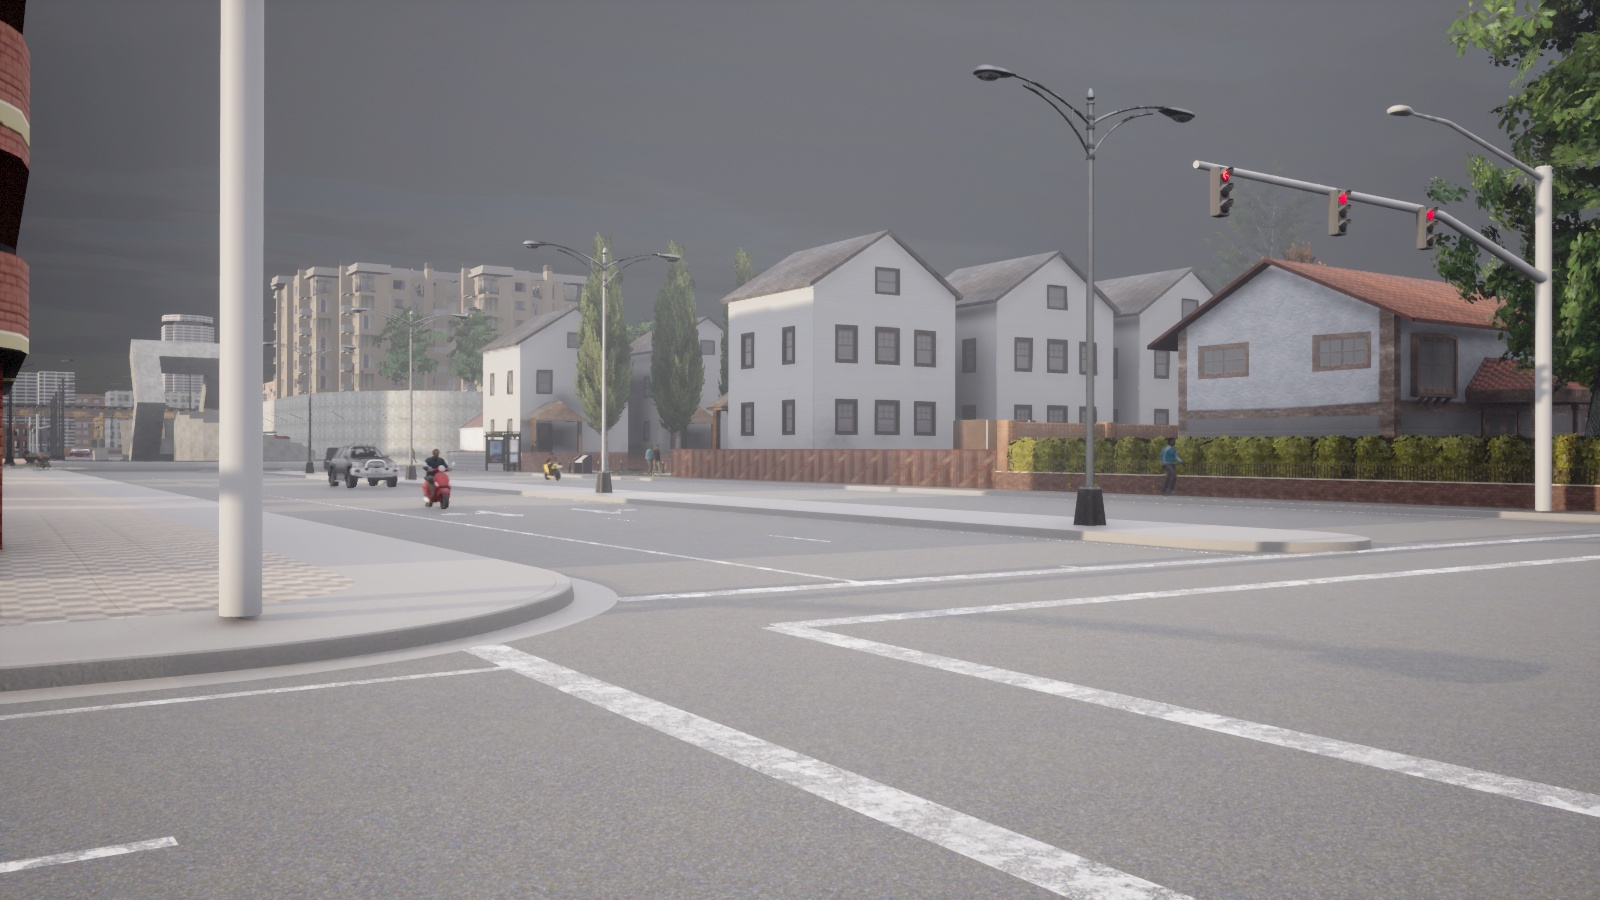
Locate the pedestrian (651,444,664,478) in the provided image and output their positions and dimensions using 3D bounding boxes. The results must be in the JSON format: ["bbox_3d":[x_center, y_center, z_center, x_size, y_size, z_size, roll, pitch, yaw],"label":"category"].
[{"bbox_3d":[-7.821,0.585,68.902,0.431,1.840,0.703,0,0,-40],"label":"pedestrian"}]

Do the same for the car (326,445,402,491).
[{"bbox_3d":[-18.299,0.729,52.623,1.932,1.855,4.605,0,0,-33],"label":"car"}]

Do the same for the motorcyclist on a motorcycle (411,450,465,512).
[{"bbox_3d":[-9.530,0.799,33.005,0.866,1.590,1.817,0,0,-33],"label":"motorcyclist on a motorcycle"}]

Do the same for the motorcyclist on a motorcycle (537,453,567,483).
[{"bbox_3d":[-12.929,0.914,65.358,0.797,1.523,2.044,0,0,-33],"label":"motorcyclist on a motorcycle"}]

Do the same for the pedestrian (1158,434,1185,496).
[{"bbox_3d":[11.591,0.471,39.194,0.396,1.930,0.692,0,0,-32],"label":"pedestrian"}]
